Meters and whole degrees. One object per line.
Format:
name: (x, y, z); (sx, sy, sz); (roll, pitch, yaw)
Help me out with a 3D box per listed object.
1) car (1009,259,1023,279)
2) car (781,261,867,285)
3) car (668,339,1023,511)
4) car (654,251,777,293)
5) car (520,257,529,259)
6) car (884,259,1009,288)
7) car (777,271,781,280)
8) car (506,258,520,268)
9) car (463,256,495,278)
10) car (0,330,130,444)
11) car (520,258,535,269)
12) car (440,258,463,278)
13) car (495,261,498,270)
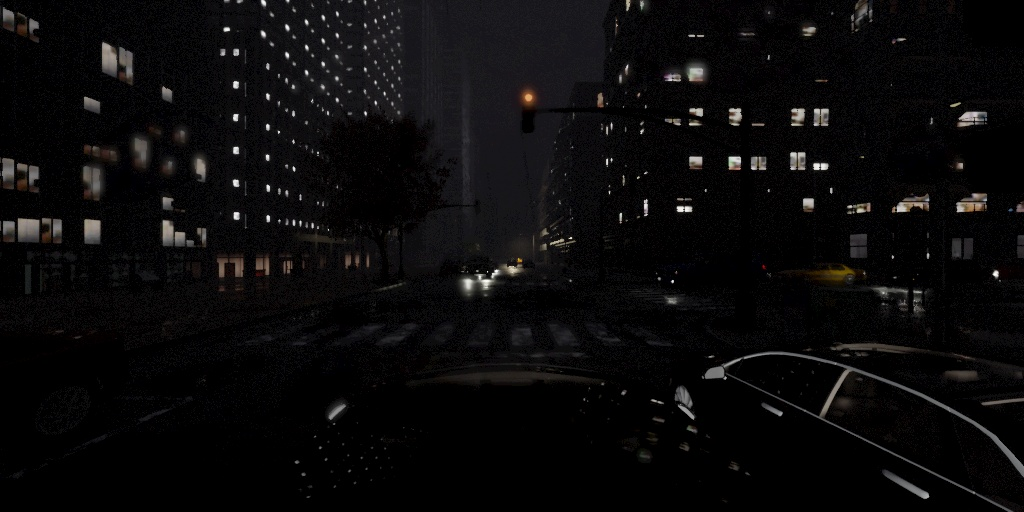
car: (30.146, 0.859, 22.164); (4.507, 1.381, 1.888); (0, 0, -1)
car: (18.841, 0.993, 22.055); (4.829, 1.417, 1.751); (0, 0, -1)
car: (2.689, 1.300, 2.592); (2.007, 1.370, 4.403); (0, 0, 0)
car: (10.574, 0.805, 19.234); (5.566, 2.045, 2.150); (-1, 0, -4)
car: (2.719, 1.316, 62.763); (1.751, 1.417, 4.829); (0, 0, 0)
car: (23.234, 0.917, 19.507); (4.892, 1.490, 1.837); (0, 0, -1)
car: (13.444, 1.095, 22.003); (4.403, 1.370, 2.007); (0, 0, -1)
car: (0.029, 1.285, 64.303); (2.128, 1.511, 4.902); (0, 0, 0)
car: (-3.084, 0.986, 34.609); (2.150, 2.045, 5.566); (0, 0, 0)
car: (-5.692, 1.295, 2.597); (1.888, 1.381, 4.507); (0, 0, 0)
car: (2.717, 1.350, 57.071); (1.948, 1.339, 4.313); (0, 0, 0)
car: (-5.676, 1.079, 34.984); (2.192, 1.841, 5.009); (0, 0, 0)
car: (-3.079, 1.298, 44.588); (1.812, 1.442, 4.674); (0, 0, 0)
